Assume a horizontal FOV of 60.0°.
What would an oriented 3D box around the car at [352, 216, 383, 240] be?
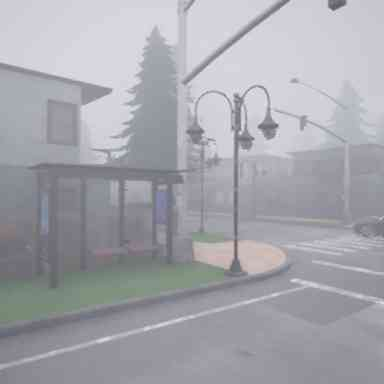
[{"bbox_3d":[10.058,1.539,15.367,2.128,1.511,4.902,0,0,-39],"label":"car"}]
